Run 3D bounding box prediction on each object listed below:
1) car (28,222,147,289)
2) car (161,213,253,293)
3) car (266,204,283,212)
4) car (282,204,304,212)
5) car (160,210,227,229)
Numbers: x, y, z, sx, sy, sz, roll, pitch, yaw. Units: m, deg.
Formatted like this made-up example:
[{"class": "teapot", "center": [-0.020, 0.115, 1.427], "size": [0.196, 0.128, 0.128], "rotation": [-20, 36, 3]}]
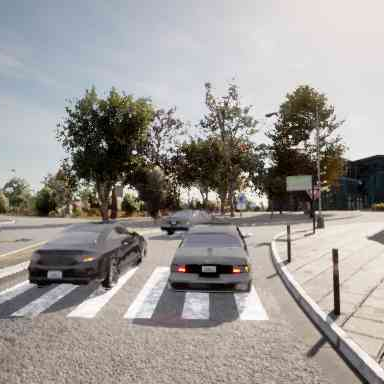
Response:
[{"class": "car", "center": [-2.595, 1.549, 9.175], "size": [1.812, 1.442, 4.674], "rotation": [0, 0, 6]}, {"class": "car", "center": [0.599, 1.543, 8.979], "size": [2.033, 1.411, 5.357], "rotation": [-1, 0, 6]}, {"class": "car", "center": [19.208, 3.633, 73.498], "size": [5.566, 2.045, 2.150], "rotation": [-4, -6, 41]}, {"class": "car", "center": [21.241, 3.402, 66.730], "size": [1.837, 1.490, 4.892], "rotation": [4, -5, -38]}, {"class": "car", "center": [0.105, 1.767, 19.731], "size": [2.033, 1.411, 5.357], "rotation": [-2, -3, 24]}]
